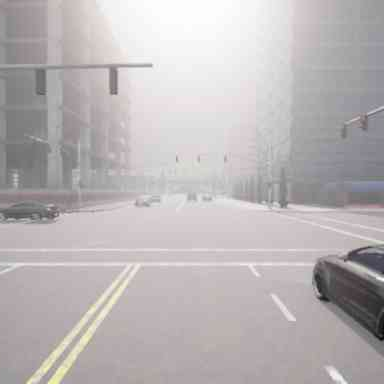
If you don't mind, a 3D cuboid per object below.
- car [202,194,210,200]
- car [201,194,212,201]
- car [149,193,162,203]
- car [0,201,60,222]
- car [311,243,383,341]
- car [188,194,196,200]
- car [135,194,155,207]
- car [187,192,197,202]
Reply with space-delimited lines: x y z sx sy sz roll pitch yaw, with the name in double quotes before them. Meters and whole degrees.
"car" 3.525 1.209 84.452 1.837 1.490 4.892 0 0 0
"car" 3.522 1.357 74.409 1.812 1.442 4.674 0 0 0
"car" -6.986 1.356 65.073 1.837 1.490 4.892 0 1 0
"car" -12.570 1.449 25.380 4.892 1.490 1.837 0 -2 10
"car" 3.592 1.551 5.638 1.994 1.385 4.181 0 0 0
"car" 0.025 1.249 84.453 2.033 1.411 5.357 0 0 0
"car" -7.062 1.385 48.058 2.128 1.511 4.902 0 0 0
"car" 0.022 1.060 73.830 2.150 2.045 5.566 0 0 0
